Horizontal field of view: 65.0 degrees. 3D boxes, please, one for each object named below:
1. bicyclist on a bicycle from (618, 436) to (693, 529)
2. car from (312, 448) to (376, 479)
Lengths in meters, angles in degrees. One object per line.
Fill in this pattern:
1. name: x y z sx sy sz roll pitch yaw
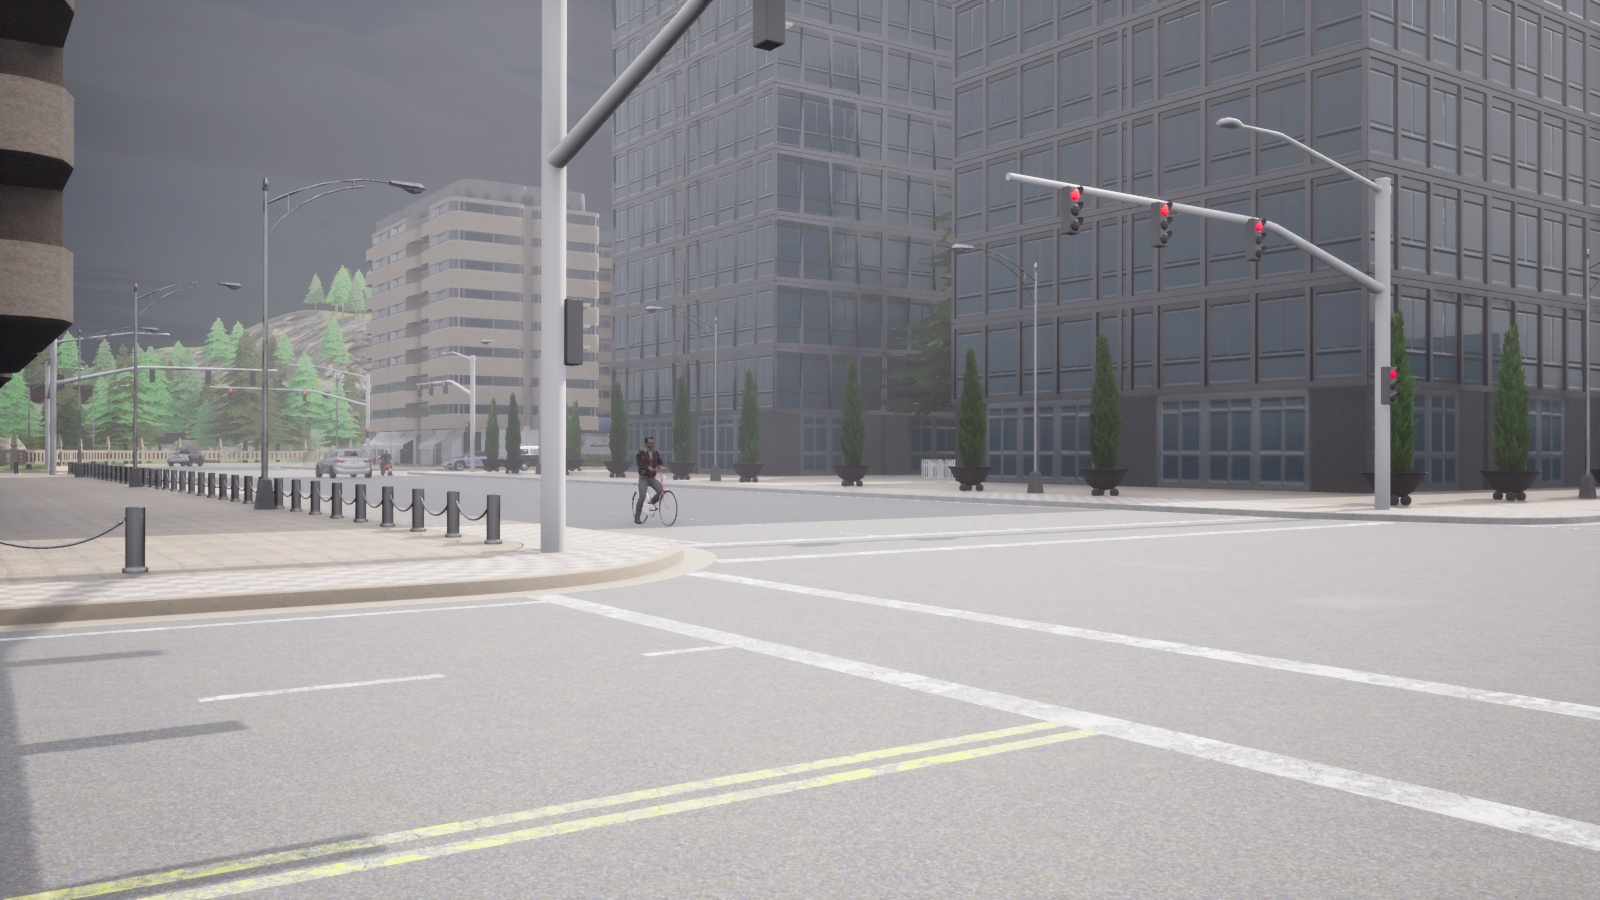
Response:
1. bicyclist on a bicycle: -2.865 0.627 24.769 0.659 1.776 1.843 0 0 -35
2. car: -25.523 0.760 70.225 2.242 1.667 4.611 0 0 -35
